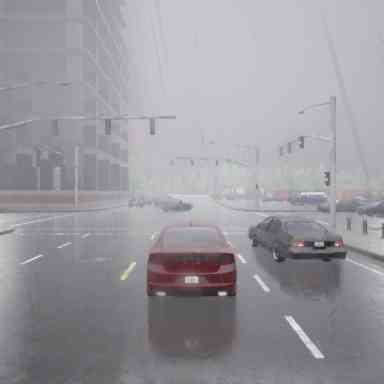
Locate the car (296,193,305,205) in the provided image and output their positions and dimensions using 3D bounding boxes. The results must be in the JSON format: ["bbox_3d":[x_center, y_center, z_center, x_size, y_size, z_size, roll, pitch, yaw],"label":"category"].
[{"bbox_3d":[24.022,1.209,66.875,4.605,1.855,1.932,0,0,-1],"label":"car"}]

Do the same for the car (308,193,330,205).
[{"bbox_3d":[24.118,1.451,61.297,3.806,1.475,1.970,0,0,-1],"label":"car"}]

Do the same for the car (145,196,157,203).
[{"bbox_3d":[-8.294,1.564,68.076,1.994,1.385,4.181,0,0,-1],"label":"car"}]

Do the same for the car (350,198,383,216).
[{"bbox_3d":[18.386,1.581,32.277,4.674,1.442,1.812,0,0,-1],"label":"car"}]

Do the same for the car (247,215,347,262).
[{"bbox_3d":[3.477,1.547,12.076,2.033,1.411,5.357,0,0,-4],"label":"car"}]

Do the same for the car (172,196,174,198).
[{"bbox_3d":[-4.743,1.547,61.166,2.033,1.411,5.357,0,0,0],"label":"car"}]

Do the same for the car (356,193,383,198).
[{"bbox_3d":[39.038,1.209,72.549,4.605,1.855,1.932,0,0,-1],"label":"car"}]

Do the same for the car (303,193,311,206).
[{"bbox_3d":[24.095,1.419,64.192,3.905,1.438,1.784,0,0,-1],"label":"car"}]

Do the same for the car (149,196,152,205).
[{"bbox_3d":[-8.208,1.352,58.114,2.097,1.767,4.553,0,0,-1],"label":"car"}]

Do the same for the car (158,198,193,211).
[{"bbox_3d":[-1.569,1.624,37.156,1.895,1.301,4.718,0,0,22],"label":"car"}]

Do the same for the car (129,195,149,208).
[{"bbox_3d":[-8.080,1.491,48.901,2.128,1.511,4.902,0,0,-1],"label":"car"}]

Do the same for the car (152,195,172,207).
[{"bbox_3d":[-4.611,1.477,51.209,1.882,1.535,5.008,0,0,-1],"label":"car"}]

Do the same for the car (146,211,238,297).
[{"bbox_3d":[-0.012,1.478,8.640,1.882,1.535,5.008,0,0,0],"label":"car"}]

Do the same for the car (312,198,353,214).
[{"bbox_3d":[16.281,1.603,35.773,5.357,1.411,2.033,0,0,-1],"label":"car"}]

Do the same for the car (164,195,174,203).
[{"bbox_3d":[-4.830,1.500,71.286,1.837,1.490,4.892,0,0,-1],"label":"car"}]
